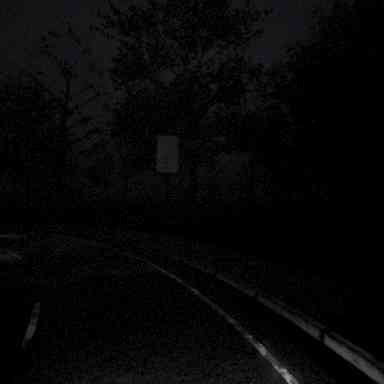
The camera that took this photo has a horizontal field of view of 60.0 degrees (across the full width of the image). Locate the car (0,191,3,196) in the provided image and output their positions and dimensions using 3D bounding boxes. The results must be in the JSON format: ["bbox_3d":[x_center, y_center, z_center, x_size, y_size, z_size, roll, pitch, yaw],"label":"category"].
[{"bbox_3d":[-45.683,0.495,75.988,2.097,1.767,4.553,-1,2,-16],"label":"car"}]
